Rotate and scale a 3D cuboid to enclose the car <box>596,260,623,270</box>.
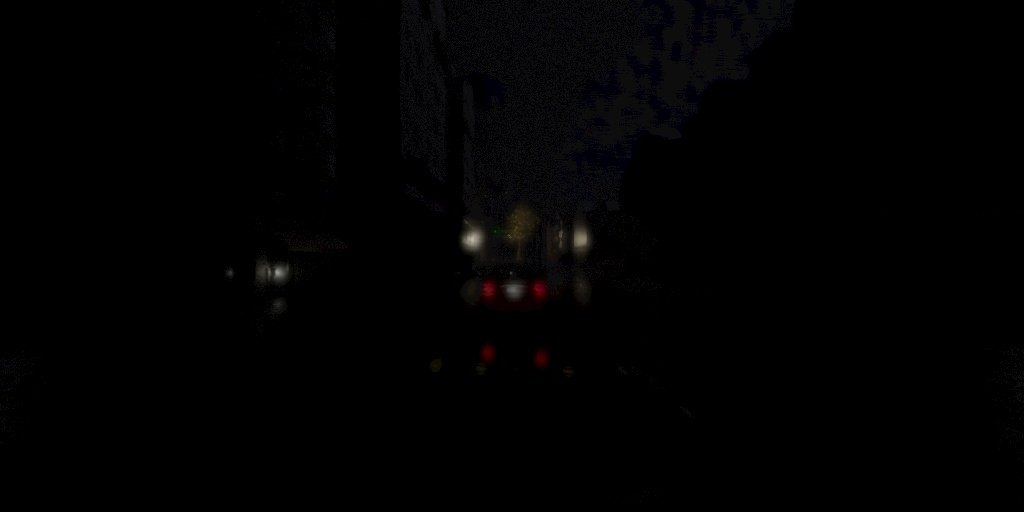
[{"bbox_3d":[13.888,1.230,48.617,4.829,1.417,1.751,0,0,0],"label":"car"}]

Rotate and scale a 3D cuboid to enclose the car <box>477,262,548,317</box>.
[{"bbox_3d":[0.081,1.083,13.125,2.097,1.767,4.553,0,0,0],"label":"car"}]

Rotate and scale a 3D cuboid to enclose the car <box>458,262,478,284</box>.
[{"bbox_3d":[-2.840,1.179,26.886,1.882,1.535,5.008,0,0,0],"label":"car"}]
